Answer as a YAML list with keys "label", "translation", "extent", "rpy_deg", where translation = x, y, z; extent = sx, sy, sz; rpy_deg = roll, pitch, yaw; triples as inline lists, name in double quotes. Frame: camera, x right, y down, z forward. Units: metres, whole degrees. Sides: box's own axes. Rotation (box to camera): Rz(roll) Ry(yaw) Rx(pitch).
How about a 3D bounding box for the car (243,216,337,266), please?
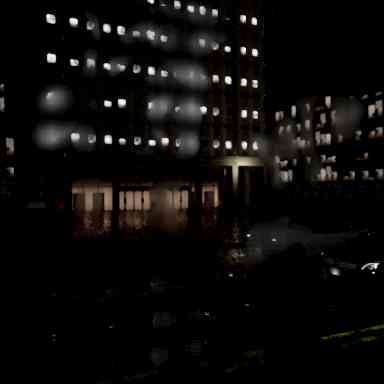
- label: "car"
  translation: [4.120, 1.492, 11.045]
  extent: [4.718, 1.301, 1.895]
  rpy_deg: [-1, 0, -22]

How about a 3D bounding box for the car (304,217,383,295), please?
- label: "car"
  translation: [5.259, 1.431, 8.031]
  extent: [4.674, 1.442, 1.812]
  rpy_deg: [-1, 0, -22]
